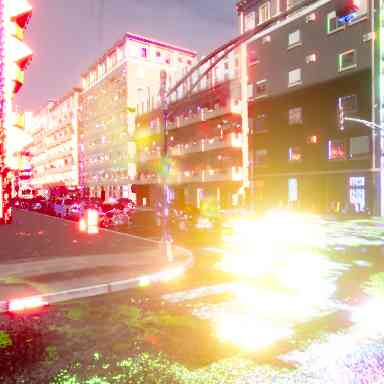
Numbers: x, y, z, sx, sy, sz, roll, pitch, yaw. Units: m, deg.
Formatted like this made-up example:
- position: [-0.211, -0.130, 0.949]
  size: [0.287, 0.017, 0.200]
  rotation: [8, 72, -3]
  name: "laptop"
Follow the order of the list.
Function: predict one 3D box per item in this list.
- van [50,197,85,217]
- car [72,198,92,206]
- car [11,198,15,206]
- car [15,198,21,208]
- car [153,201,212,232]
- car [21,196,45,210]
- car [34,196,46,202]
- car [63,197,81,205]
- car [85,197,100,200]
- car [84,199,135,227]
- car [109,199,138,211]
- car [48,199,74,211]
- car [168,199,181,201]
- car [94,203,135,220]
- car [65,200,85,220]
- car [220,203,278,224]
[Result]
- position: [-12.371, 1.483, 32.914]
  size: [1.690, 1.788, 3.998]
  rotation: [-1, 1, -36]
  name: "van"
- position: [-18.508, 1.643, 55.776]
  size: [1.947, 1.339, 4.313]
  rotation: [-1, 1, -36]
  name: "car"
- position: [-31.776, 1.782, 59.860]
  size: [1.887, 1.381, 4.507]
  rotation: [-1, 1, -36]
  name: "car"
- position: [-25.307, 1.769, 50.878]
  size: [1.947, 1.339, 4.313]
  rotation: [-1, 1, -36]
  name: "car"
- position: [-0.649, 1.564, 21.126]
  size: [1.837, 1.490, 4.892]
  rotation: [-1, 0, -34]
  name: "car"
- position: [-22.074, 1.628, 46.387]
  size: [1.967, 1.590, 4.097]
  rotation: [-1, 1, -36]
  name: "car"
- position: [-37.916, 1.728, 82.719]
  size: [1.887, 1.381, 4.507]
  rotation: [-1, 1, -36]
  name: "car"
- position: [-21.742, 1.645, 60.266]
  size: [2.008, 1.369, 4.403]
  rotation: [-1, 1, -36]
  name: "car"
- position: [-15.275, 1.502, 51.284]
  size: [1.967, 1.590, 4.097]
  rotation: [-1, 1, -36]
  name: "car"
- position: [-5.900, 1.553, 23.935]
  size: [1.967, 1.590, 4.097]
  rotation: [-1, 1, -36]
  name: "car"
- position: [-8.803, 1.581, 42.304]
  size: [2.008, 1.369, 4.403]
  rotation: [-1, 1, -36]
  name: "car"
- position: [-17.710, 1.684, 44.853]
  size: [2.033, 1.411, 5.357]
  rotation: [-1, 0, -35]
  name: "car"
- position: [-2.335, 1.441, 33.322]
  size: [1.967, 1.590, 4.097]
  rotation: [-1, 1, -36]
  name: "car"
- position: [-7.024, 1.689, 29.927]
  size: [1.895, 1.301, 4.718]
  rotation: [-1, 0, -36]
  name: "car"
- position: [-9.034, 1.652, 28.288]
  size: [1.752, 1.417, 4.829]
  rotation: [-1, 1, -36]
  name: "car"
- position: [4.036, 1.498, 24.480]
  size: [1.752, 1.417, 4.829]
  rotation: [-1, 1, -36]
  name: "car"
